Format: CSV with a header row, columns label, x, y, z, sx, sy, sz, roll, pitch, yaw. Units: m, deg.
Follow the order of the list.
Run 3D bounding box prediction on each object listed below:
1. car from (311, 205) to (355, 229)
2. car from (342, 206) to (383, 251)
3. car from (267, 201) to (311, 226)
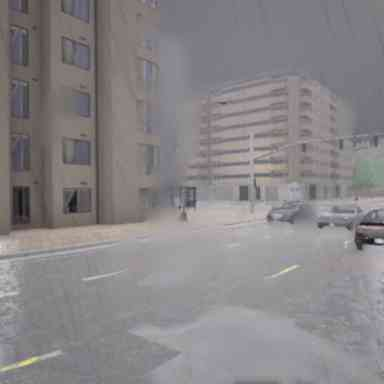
label,x,y,z,sx,sy,sz,roll,pitch,yaw
car,9.092,1.480,20.029,1.895,1.301,4.718,0,0,40
car,7.719,1.394,12.781,2.128,1.511,4.902,0,0,40
car,6.845,1.389,22.803,2.128,1.511,4.902,0,0,39
